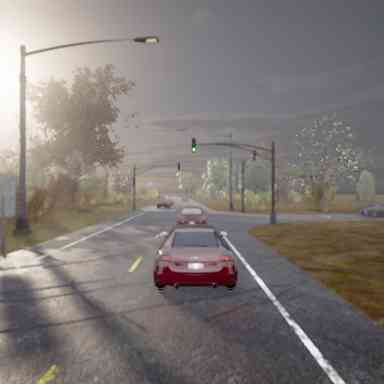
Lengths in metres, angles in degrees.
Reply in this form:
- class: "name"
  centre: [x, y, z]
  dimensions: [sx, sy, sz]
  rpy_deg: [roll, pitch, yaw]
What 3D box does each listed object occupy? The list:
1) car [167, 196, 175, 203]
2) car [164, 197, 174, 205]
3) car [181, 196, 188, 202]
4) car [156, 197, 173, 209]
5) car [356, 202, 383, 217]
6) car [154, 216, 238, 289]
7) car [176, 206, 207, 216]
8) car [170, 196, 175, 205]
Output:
- class: "car"
  centre: [-4.996, 1.808, 79.141]
  dimensions: [1.882, 1.535, 5.008]
  rpy_deg: [0, 0, -2]
- class: "car"
  centre: [-4.632, 1.763, 68.694]
  dimensions: [1.882, 1.535, 5.008]
  rpy_deg: [0, 0, -2]
- class: "car"
  centre: [-2.030, 1.911, 92.337]
  dimensions: [2.128, 1.511, 4.902]
  rpy_deg: [0, 0, -3]
- class: "car"
  centre: [-4.176, 1.804, 49.130]
  dimensions: [1.895, 1.301, 4.718]
  rpy_deg: [0, 0, -1]
- class: "car"
  centre: [18.666, 1.711, 32.978]
  dimensions: [4.181, 1.385, 1.994]
  rpy_deg: [0, 0, 1]
- class: "car"
  centre: [0.067, 1.602, 9.292]
  dimensions: [1.994, 1.385, 4.181]
  rpy_deg: [0, 0, -1]
- class: "car"
  centre: [-0.028, 1.613, 21.219]
  dimensions: [1.812, 1.442, 4.674]
  rpy_deg: [0, 0, -1]
- class: "car"
  centre: [-4.387, 1.806, 58.319]
  dimensions: [1.994, 1.385, 4.181]
  rpy_deg: [0, 0, -1]
